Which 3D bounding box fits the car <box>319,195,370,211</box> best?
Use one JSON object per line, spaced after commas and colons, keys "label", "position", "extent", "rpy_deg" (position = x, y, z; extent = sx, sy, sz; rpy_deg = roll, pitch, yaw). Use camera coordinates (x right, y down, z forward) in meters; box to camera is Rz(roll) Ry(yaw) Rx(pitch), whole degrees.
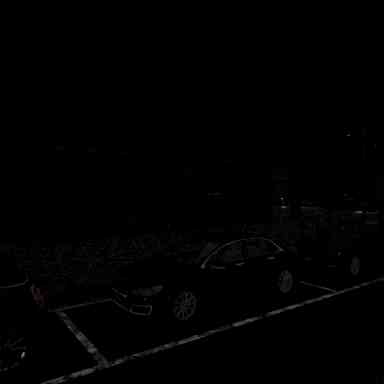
{"label": "car", "position": [15.452, 1.135, 33.979], "extent": [1.882, 1.535, 5.008], "rpy_deg": [0, 1, -35]}

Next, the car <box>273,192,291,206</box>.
{"label": "car", "position": [10.204, 0.834, 41.325], "extent": [2.097, 1.767, 4.553], "rpy_deg": [0, 1, -35]}

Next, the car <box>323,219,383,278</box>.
{"label": "car", "position": [4.946, 1.545, 10.169], "extent": [4.507, 1.381, 1.887], "rpy_deg": [0, 0, -35]}

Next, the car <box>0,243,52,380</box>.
{"label": "car", "position": [-3.944, 1.440, 3.838], "extent": [4.097, 1.590, 1.967], "rpy_deg": [0, 0, -35]}

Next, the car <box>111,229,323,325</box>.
{"label": "car", "position": [0.501, 1.551, 7.003], "extent": [4.403, 1.369, 2.008], "rpy_deg": [0, 0, -35]}
